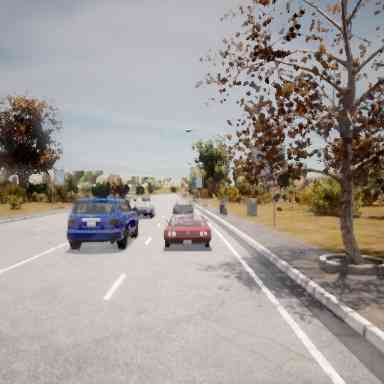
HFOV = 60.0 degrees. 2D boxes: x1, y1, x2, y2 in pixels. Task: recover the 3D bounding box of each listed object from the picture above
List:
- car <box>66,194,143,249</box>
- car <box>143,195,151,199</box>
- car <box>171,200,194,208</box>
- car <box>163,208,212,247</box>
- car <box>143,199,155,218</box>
[{"bbox_3d":[-3.722,1.255,14.728,2.150,2.045,5.566,0,0,-2],"label":"car"},{"bbox_3d":[-10.526,1.464,76.656,1.812,1.442,4.674,0,0,-3],"label":"car"},{"bbox_3d":[-0.814,1.492,29.889,2.128,1.511,4.902,0,0,-3],"label":"car"},{"bbox_3d":[-0.224,1.613,14.827,1.895,1.301,4.718,0,0,-2],"label":"car"},{"bbox_3d":[-4.311,1.614,29.750,1.895,1.301,4.718,0,0,-3],"label":"car"}]
